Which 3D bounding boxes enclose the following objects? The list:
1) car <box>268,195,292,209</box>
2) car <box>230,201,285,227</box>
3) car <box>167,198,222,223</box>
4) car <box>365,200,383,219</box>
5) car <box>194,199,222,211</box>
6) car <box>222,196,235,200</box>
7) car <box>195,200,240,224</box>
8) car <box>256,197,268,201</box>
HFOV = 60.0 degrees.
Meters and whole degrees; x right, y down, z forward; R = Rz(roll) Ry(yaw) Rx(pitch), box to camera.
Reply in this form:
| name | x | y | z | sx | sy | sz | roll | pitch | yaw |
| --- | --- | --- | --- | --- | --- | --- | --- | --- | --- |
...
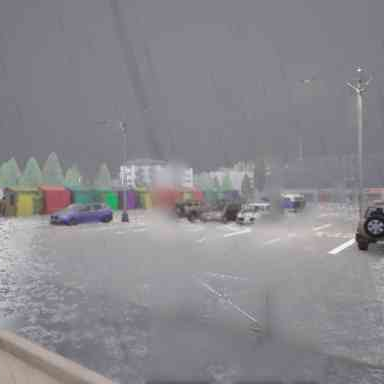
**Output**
| name | x | y | z | sx | sy | sz | roll | pitch | yaw |
| --- | --- | --- | --- | --- | --- | --- | --- | --- | --- |
| car | 14.800 | 1.491 | 55.917 | 1.905 | 1.878 | 3.866 | -1 | -1 | 36 |
| car | 4.640 | 1.578 | 23.062 | 1.970 | 1.475 | 3.806 | -1 | -1 | 36 |
| car | 0.102 | 1.398 | 26.311 | 1.932 | 1.855 | 4.605 | -1 | -1 | 36 |
| car | 18.199 | 1.527 | 31.865 | 1.970 | 1.475 | 3.806 | -1 | -1 | 36 |
| car | 2.192 | 1.715 | 43.507 | 1.784 | 1.438 | 3.905 | -1 | -1 | 36 |
| car | 4.492 | 1.472 | 41.750 | 1.932 | 1.855 | 4.605 | -1 | -1 | 36 |
| car | 2.301 | 1.579 | 24.769 | 1.784 | 1.438 | 3.905 | -1 | -1 | 36 |
| car | 12.469 | 1.762 | 57.630 | 1.970 | 1.475 | 3.806 | -1 | -1 | 36 |
